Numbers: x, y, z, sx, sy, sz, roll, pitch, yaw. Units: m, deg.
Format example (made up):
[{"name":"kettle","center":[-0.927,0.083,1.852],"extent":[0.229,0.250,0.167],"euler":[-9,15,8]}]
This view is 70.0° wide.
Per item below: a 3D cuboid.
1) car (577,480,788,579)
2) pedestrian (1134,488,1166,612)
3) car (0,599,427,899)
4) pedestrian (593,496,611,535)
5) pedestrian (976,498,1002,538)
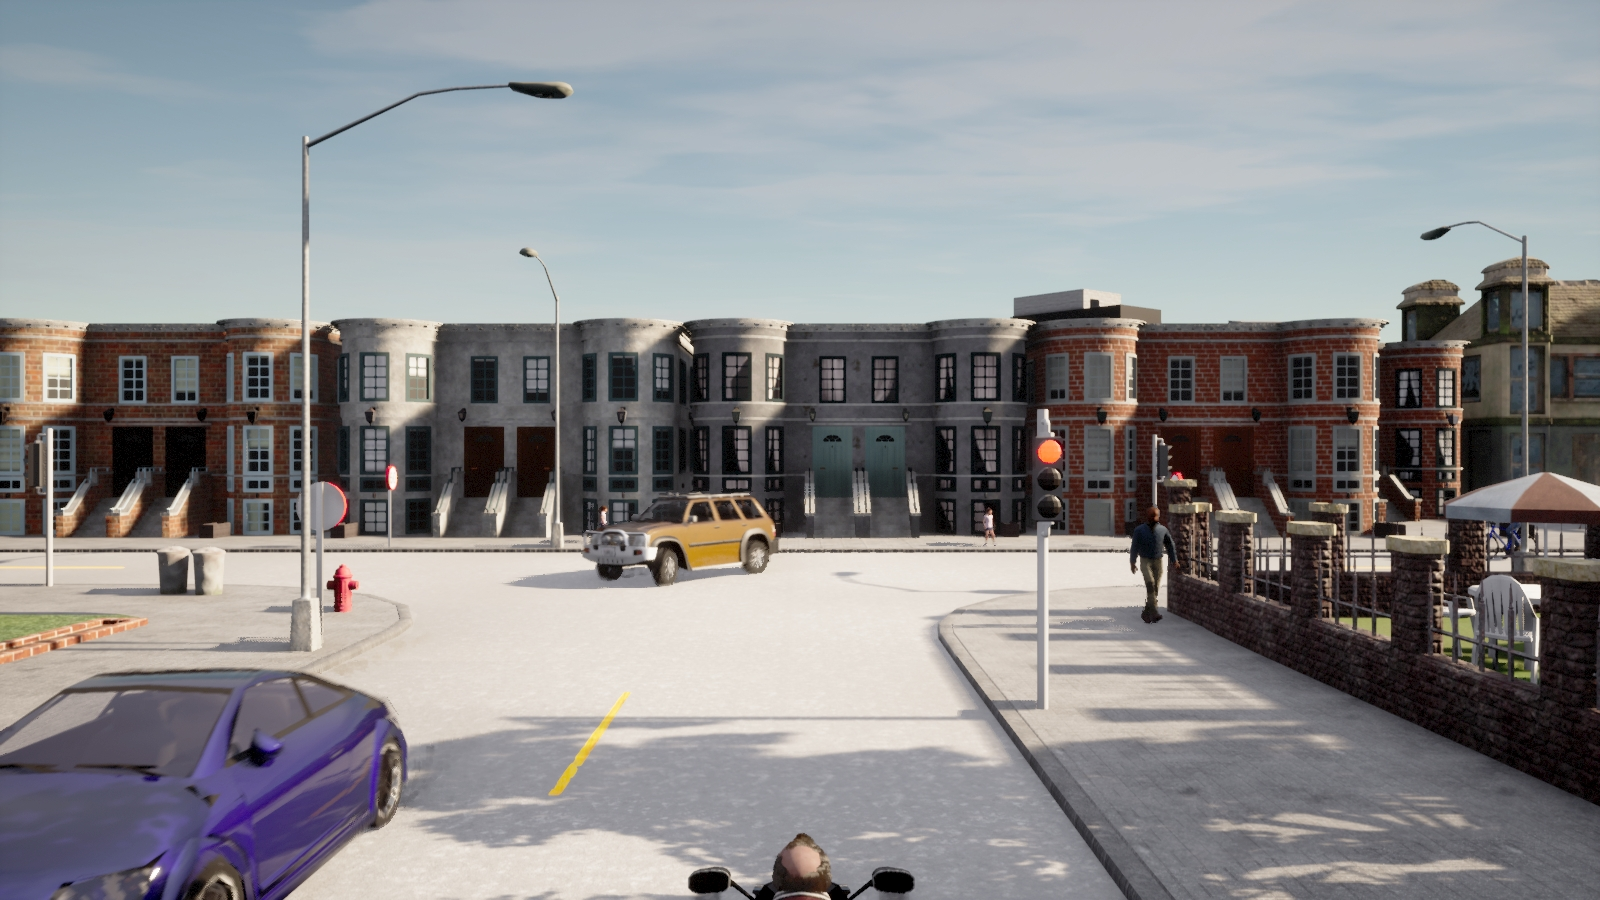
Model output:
[{"name":"car","center":[-2.461,1.633,25.005],"extent":[1.932,1.855,4.605],"euler":[-2,-1,37]},{"name":"pedestrian","center":[5.321,1.508,17.361],"extent":[0.375,1.860,0.375],"euler":[0,0,2]},{"name":"car","center":[-4.002,1.895,7.117],"extent":[1.994,1.385,4.181],"euler":[0,0,0]},{"name":"pedestrian","center":[-5.726,1.891,33.047],"extent":[0.500,1.100,0.500],"euler":[0,0,-10]},{"name":"pedestrian","center":[5.274,1.892,31.885],"extent":[0.500,1.100,0.500],"euler":[0,0,-25]}]
